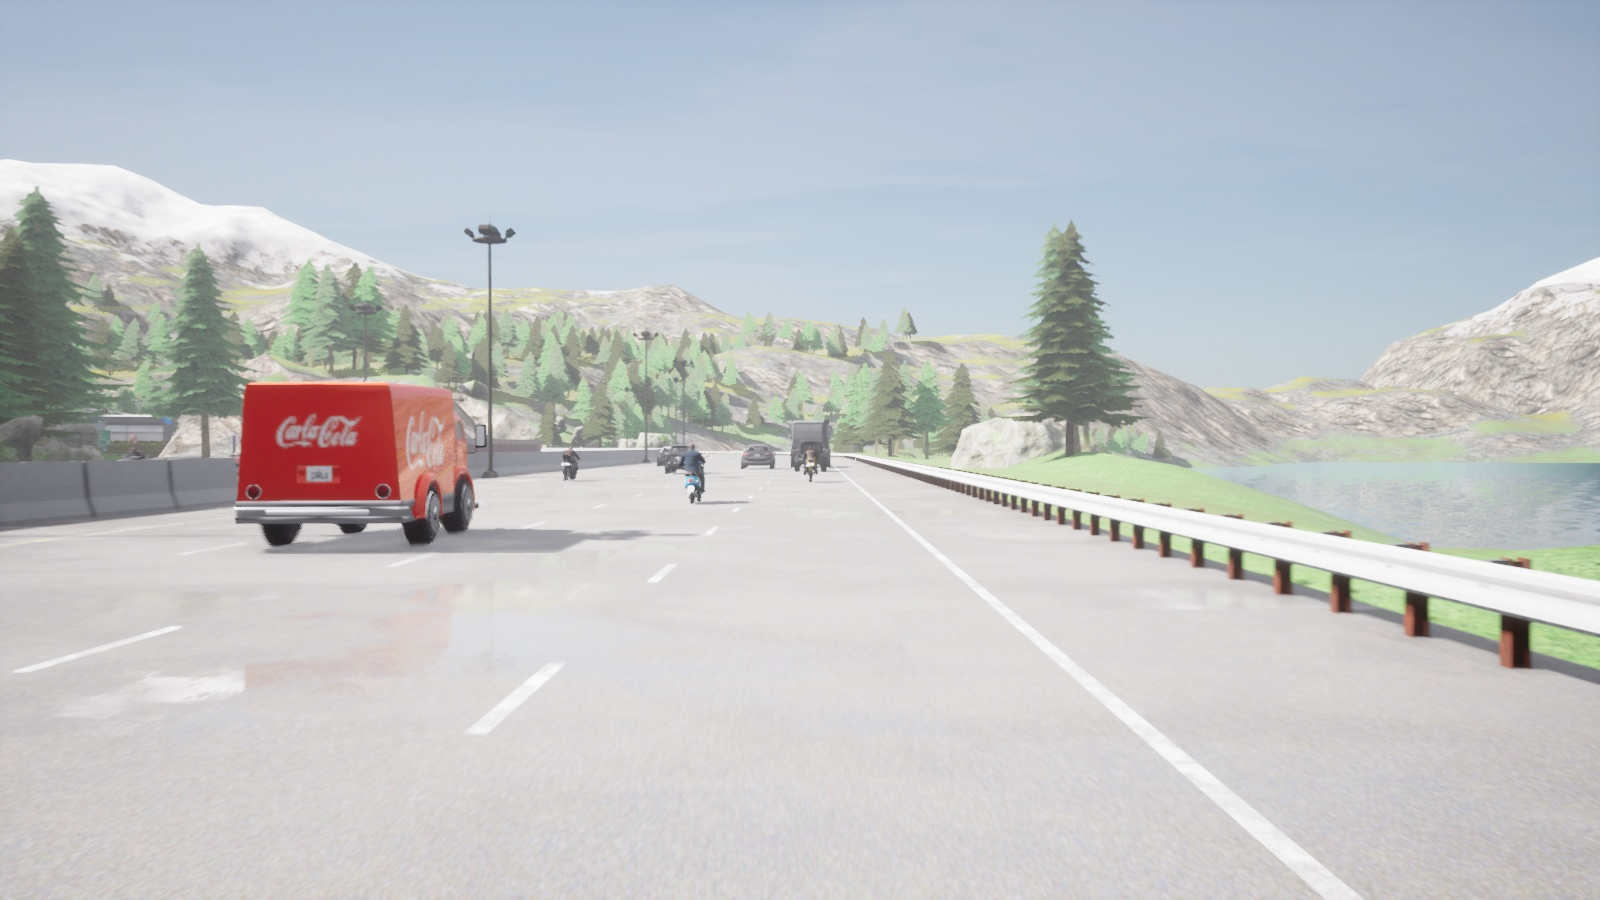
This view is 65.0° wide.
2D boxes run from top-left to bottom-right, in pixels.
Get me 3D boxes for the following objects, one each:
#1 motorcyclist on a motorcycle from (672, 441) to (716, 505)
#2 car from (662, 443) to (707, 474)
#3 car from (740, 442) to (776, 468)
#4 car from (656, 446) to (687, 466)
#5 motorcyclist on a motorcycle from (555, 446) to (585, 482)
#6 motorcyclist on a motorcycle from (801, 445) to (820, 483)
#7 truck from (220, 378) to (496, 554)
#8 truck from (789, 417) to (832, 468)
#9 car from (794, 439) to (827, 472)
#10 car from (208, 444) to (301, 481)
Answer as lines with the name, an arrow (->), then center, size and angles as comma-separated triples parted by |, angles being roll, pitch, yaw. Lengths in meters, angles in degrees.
motorcyclist on a motorcycle -> -2.769, 0.595, 32.980 | 0.866, 1.590, 1.817 | -4, 0, 1
car -> -6.415, 0.451, 70.171 | 2.033, 1.649, 4.856 | 0, 0, 0
car -> -2.795, 0.323, 84.628 | 2.242, 1.667, 4.611 | 0, 0, 0
car -> -9.710, 0.406, 95.050 | 1.970, 1.475, 3.806 | 0, 0, 0
motorcyclist on a motorcycle -> -10.041, 0.601, 54.857 | 0.866, 1.530, 2.191 | 0, 0, 0
motorcyclist on a motorcycle -> 0.440, 0.568, 52.584 | 0.797, 1.523, 2.044 | 0, 2, 0
truck -> -6.828, 0.196, 20.225 | 2.627, 2.467, 5.204 | 0, 1, 0
truck -> 0.742, -0.514, 89.243 | 2.891, 3.462, 7.936 | 0, 0, 0
car -> 0.621, 0.310, 74.681 | 1.905, 1.878, 3.866 | 0, 0, 0
car -> -24.036, 0.530, 55.547 | 1.882, 1.535, 5.008 | 0, 0, 0
